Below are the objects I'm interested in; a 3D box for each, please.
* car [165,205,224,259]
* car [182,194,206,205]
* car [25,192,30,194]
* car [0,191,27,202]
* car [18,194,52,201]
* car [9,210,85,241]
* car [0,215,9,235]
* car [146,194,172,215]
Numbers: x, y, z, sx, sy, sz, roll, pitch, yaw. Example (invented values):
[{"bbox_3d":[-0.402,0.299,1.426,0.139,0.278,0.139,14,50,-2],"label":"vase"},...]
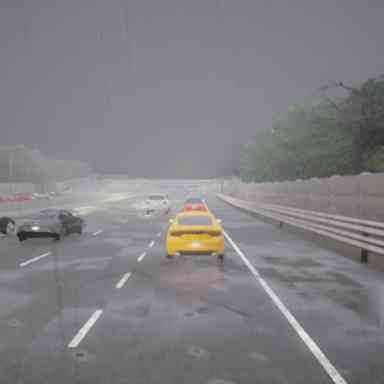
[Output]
[{"bbox_3d":[0.119,1.477,12.673,1.882,1.535,5.008,0,0,0],"label":"car"},{"bbox_3d":[0.200,1.340,30.697,2.097,1.767,4.553,0,0,0],"label":"car"},{"bbox_3d":[-24.257,1.208,53.291,1.882,1.535,5.008,0,1,1],"label":"car"},{"bbox_3d":[-27.751,0.960,52.861,2.150,2.045,5.566,0,1,1],"label":"car"},{"bbox_3d":[-20.867,1.356,44.969,2.128,1.511,4.902,0,1,1],"label":"car"},{"bbox_3d":[-6.869,1.563,16.622,1.994,1.385,4.181,0,0,0],"label":"car"},{"bbox_3d":[-10.372,1.503,15.825,1.837,1.490,4.892,0,0,0],"label":"car"},{"bbox_3d":[-3.378,1.194,34.384,2.150,2.045,5.566,0,0,0],"label":"car"}]
